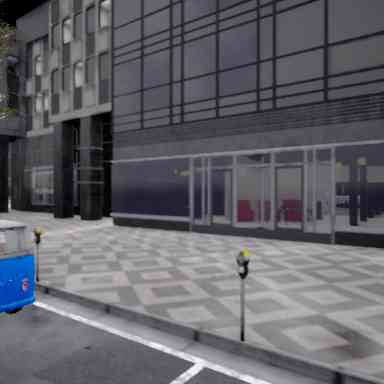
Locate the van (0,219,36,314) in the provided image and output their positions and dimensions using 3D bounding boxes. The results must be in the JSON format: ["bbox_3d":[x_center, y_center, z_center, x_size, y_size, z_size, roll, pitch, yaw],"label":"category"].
[{"bbox_3d":[-4.649,1.344,6.275,3.998,1.788,1.690,0,0,35],"label":"van"}]
